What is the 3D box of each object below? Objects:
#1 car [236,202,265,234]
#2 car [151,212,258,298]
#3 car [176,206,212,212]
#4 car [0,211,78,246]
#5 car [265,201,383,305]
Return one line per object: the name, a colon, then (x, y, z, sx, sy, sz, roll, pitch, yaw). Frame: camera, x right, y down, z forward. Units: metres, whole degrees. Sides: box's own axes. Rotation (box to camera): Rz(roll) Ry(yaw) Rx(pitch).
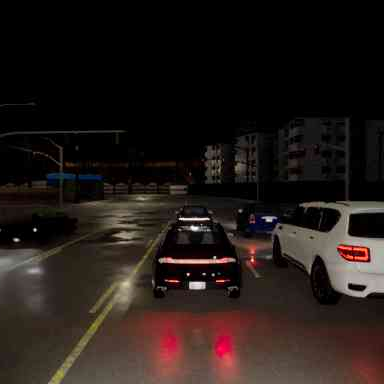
car: (3.609, 1.328, 17.663, 2.097, 1.767, 4.553, 0, 0, 0)
car: (0.102, 1.499, 8.527, 2.128, 1.511, 4.902, 0, 0, 0)
car: (0.111, 1.473, 17.940, 2.128, 1.511, 4.902, 0, 0, 0)
car: (-7.034, 1.605, 15.564, 1.895, 1.301, 4.718, 0, 0, 1)
car: (3.594, 1.220, 8.240, 2.150, 2.045, 5.566, 0, 0, 0)
